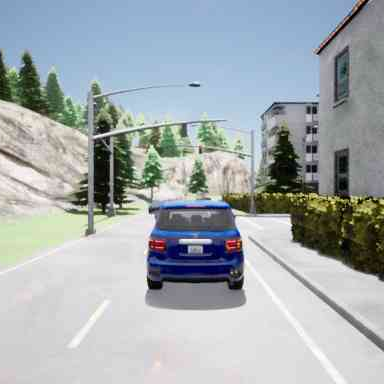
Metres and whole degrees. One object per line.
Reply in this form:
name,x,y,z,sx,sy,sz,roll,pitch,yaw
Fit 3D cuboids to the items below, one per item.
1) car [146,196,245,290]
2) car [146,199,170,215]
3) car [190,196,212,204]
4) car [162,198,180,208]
car,0.087,1.221,9.226,2.150,2.045,5.566,0,0,0
car,-3.532,1.545,35.343,2.033,1.411,5.357,0,0,0
car,1.831,1.487,64.814,2.128,1.511,4.902,0,0,32
car,-3.089,1.559,49.552,1.994,1.385,4.181,0,0,5
